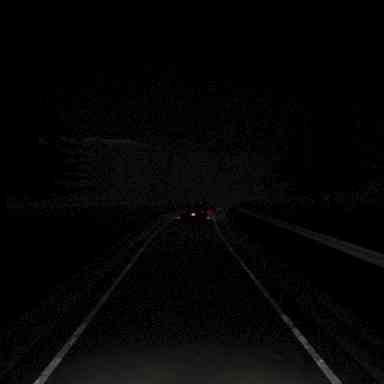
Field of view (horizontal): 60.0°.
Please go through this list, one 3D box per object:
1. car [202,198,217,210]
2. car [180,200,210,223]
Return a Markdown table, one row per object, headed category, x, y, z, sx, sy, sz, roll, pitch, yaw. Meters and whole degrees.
| category | x | y | z | sx | sy | sz | roll | pitch | yaw |
| --- | --- | --- | --- | --- | --- | --- | --- | --- | --- |
| car | 2.004 | 1.535 | 42.669 | 1.812 | 1.442 | 4.674 | 0 | 0 | 9 |
| car | 0.167 | 1.572 | 25.780 | 1.994 | 1.385 | 4.181 | 0 | 0 | 2 |
